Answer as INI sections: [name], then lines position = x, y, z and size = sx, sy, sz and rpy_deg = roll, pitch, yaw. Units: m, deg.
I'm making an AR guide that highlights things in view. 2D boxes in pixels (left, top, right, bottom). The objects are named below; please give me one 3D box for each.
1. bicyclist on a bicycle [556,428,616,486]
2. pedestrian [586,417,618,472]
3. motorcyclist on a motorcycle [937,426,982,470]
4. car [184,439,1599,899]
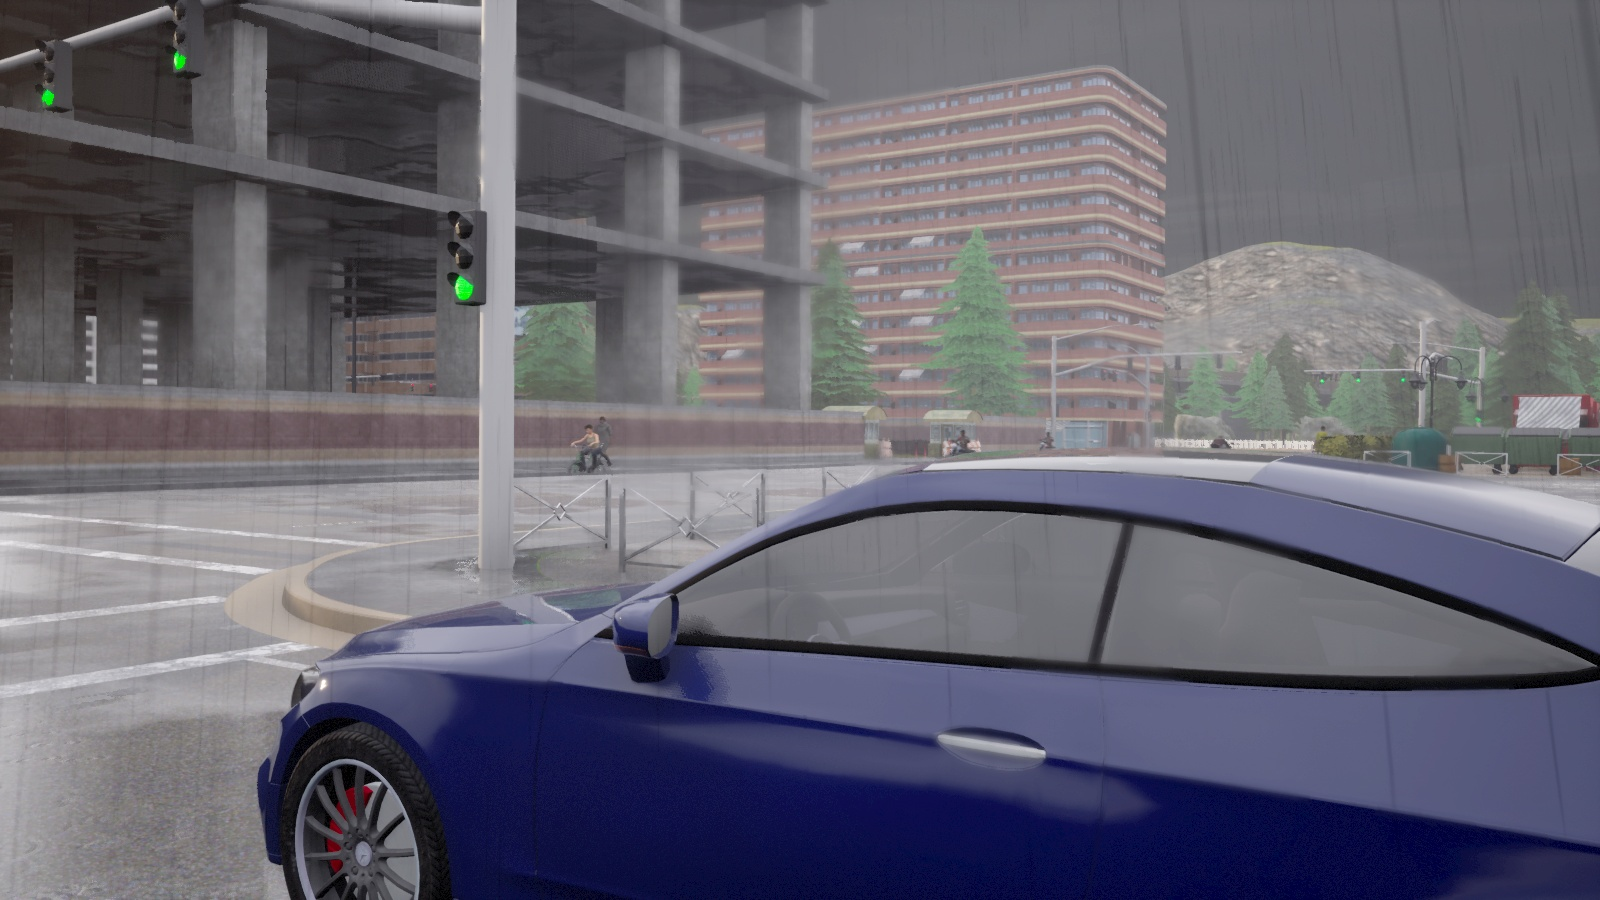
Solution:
[bicyclist on a bicycle]
position = -6.106, 0.178, 35.877
size = 0.866, 1.612, 1.509
rpy_deg = 0, 1, 34
[pedestrian]
position = -7.067, -0.209, 44.832
size = 0.659, 1.952, 0.873
rpy_deg = 0, 1, 35
[motorcyclist on a motorcycle]
position = 6.134, -0.086, 48.112
size = 0.766, 1.649, 2.350
rpy_deg = 0, 1, 32
[car]
position = 0.620, 0.708, 3.212
size = 4.674, 1.442, 1.812
rpy_deg = 0, 1, 34
